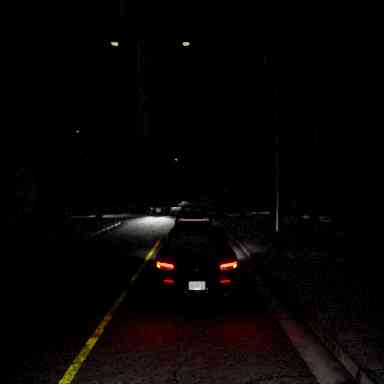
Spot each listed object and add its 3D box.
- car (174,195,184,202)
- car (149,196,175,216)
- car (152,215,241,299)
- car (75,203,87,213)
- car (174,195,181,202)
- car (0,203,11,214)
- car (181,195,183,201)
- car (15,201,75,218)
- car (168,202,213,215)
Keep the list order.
[{"bbox_3d":[-3.020,1.477,79.859,2.128,1.511,4.902,0,0,0],"label":"car"},{"bbox_3d":[-3.110,1.484,33.037,2.128,1.511,4.902,0,0,0],"label":"car"},{"bbox_3d":[0.095,1.526,8.306,1.812,1.442,4.674,0,0,0],"label":"car"},{"bbox_3d":[-14.404,1.687,37.465,4.829,1.417,1.752,-1,0,0],"label":"car"},{"bbox_3d":[-3.109,1.545,50.047,1.994,1.385,4.181,0,0,0],"label":"car"},{"bbox_3d":[-19.858,1.761,37.433,4.507,1.381,1.887,-1,0,0],"label":"car"},{"bbox_3d":[-3.060,1.475,64.710,1.837,1.490,4.892,0,0,1],"label":"car"},{"bbox_3d":[-14.082,1.710,31.541,4.718,1.301,1.895,-1,0,-1],"label":"car"},{"bbox_3d":[0.097,1.491,17.671,2.128,1.511,4.902,0,0,1],"label":"car"}]
